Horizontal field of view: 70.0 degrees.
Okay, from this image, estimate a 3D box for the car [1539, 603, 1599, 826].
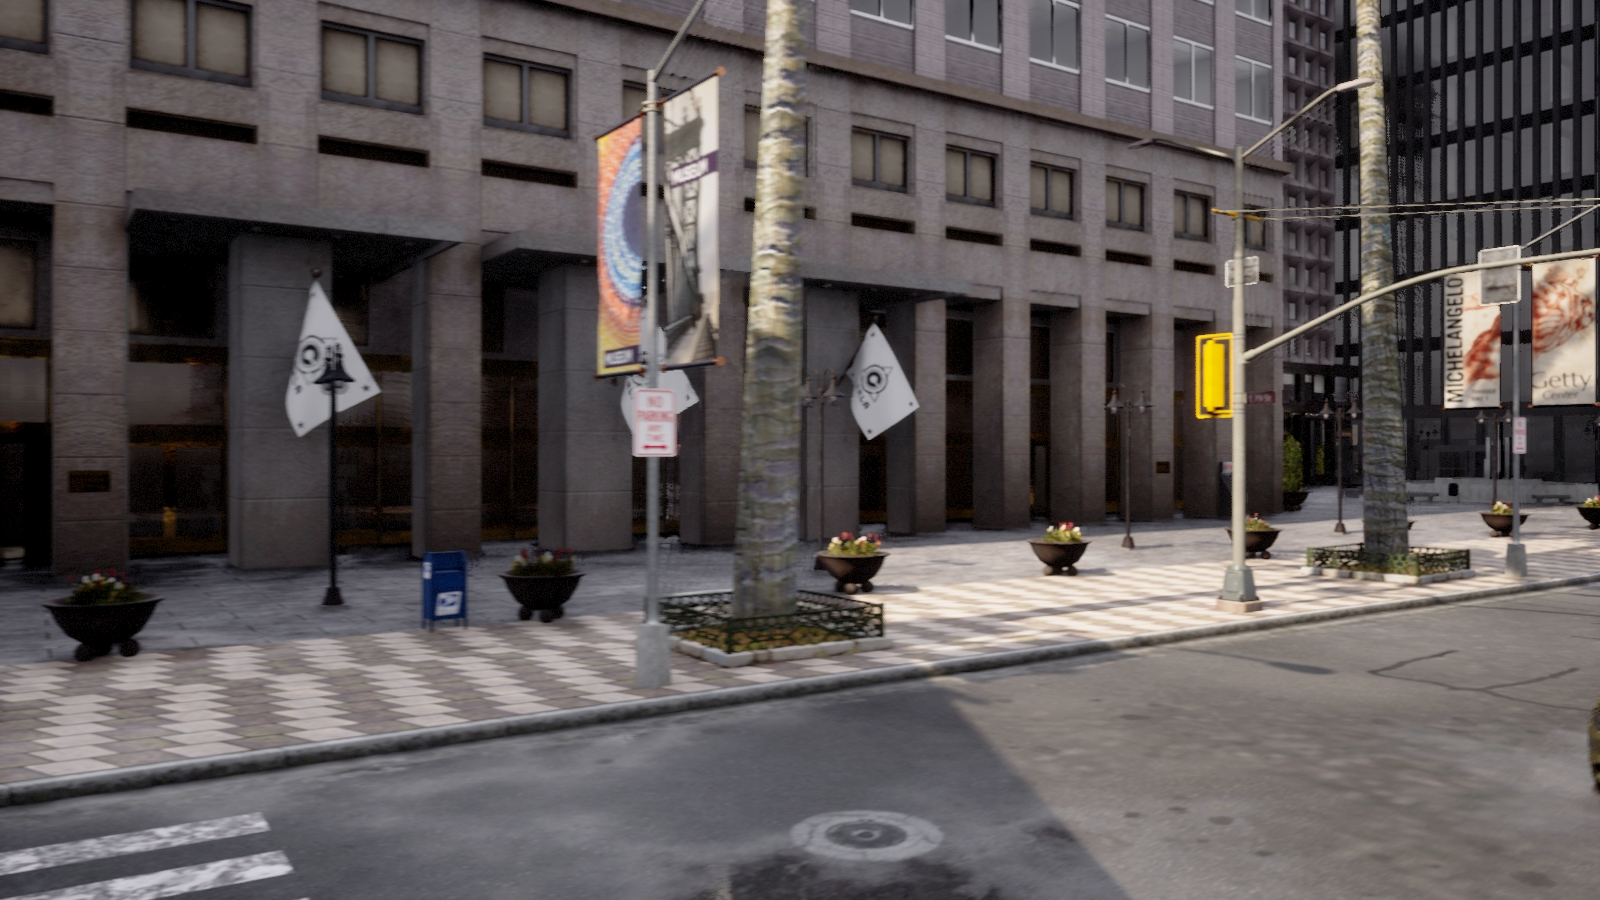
[{"bbox_3d":[8.396,2.034,9.369,5.006,1.535,2.097,0,0,-33],"label":"car"}]
